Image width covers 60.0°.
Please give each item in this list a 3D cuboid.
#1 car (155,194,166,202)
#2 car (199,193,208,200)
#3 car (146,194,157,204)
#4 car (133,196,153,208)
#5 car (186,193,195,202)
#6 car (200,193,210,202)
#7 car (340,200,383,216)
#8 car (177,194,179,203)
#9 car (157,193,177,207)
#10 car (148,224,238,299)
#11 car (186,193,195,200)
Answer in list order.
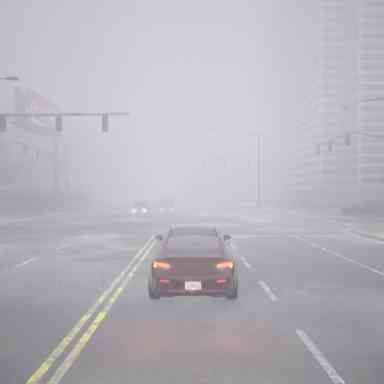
[{"bbox_3d":[-7.349,1.352,76.954,2.097,1.767,4.553,0,0,0],"label":"car"},{"bbox_3d":[3.098,1.181,88.404,2.097,1.767,4.553,0,0,0],"label":"car"},{"bbox_3d":[-7.338,1.523,62.060,1.812,1.442,4.674,0,0,0],"label":"car"},{"bbox_3d":[-7.307,1.599,48.203,1.895,1.301,4.718,0,0,0],"label":"car"},{"bbox_3d":[-0.356,1.581,78.483,1.895,1.301,4.718,0,0,0],"label":"car"},{"bbox_3d":[3.146,1.512,78.116,2.128,1.511,4.902,0,0,0],"label":"car"},{"bbox_3d":[16.717,1.476,31.556,5.008,1.535,1.882,0,0,-2],"label":"car"},{"bbox_3d":[-3.812,1.220,68.144,2.150,2.045,5.566,0,0,0],"label":"car"},{"bbox_3d":[-3.859,1.220,51.281,2.150,2.045,5.566,0,0,-4],"label":"car"},{"bbox_3d":[0.028,1.525,8.307,1.812,1.442,4.674,0,0,0],"label":"car"},{"bbox_3d":[-0.402,1.181,88.388,2.097,1.767,4.553,0,0,0],"label":"car"}]
